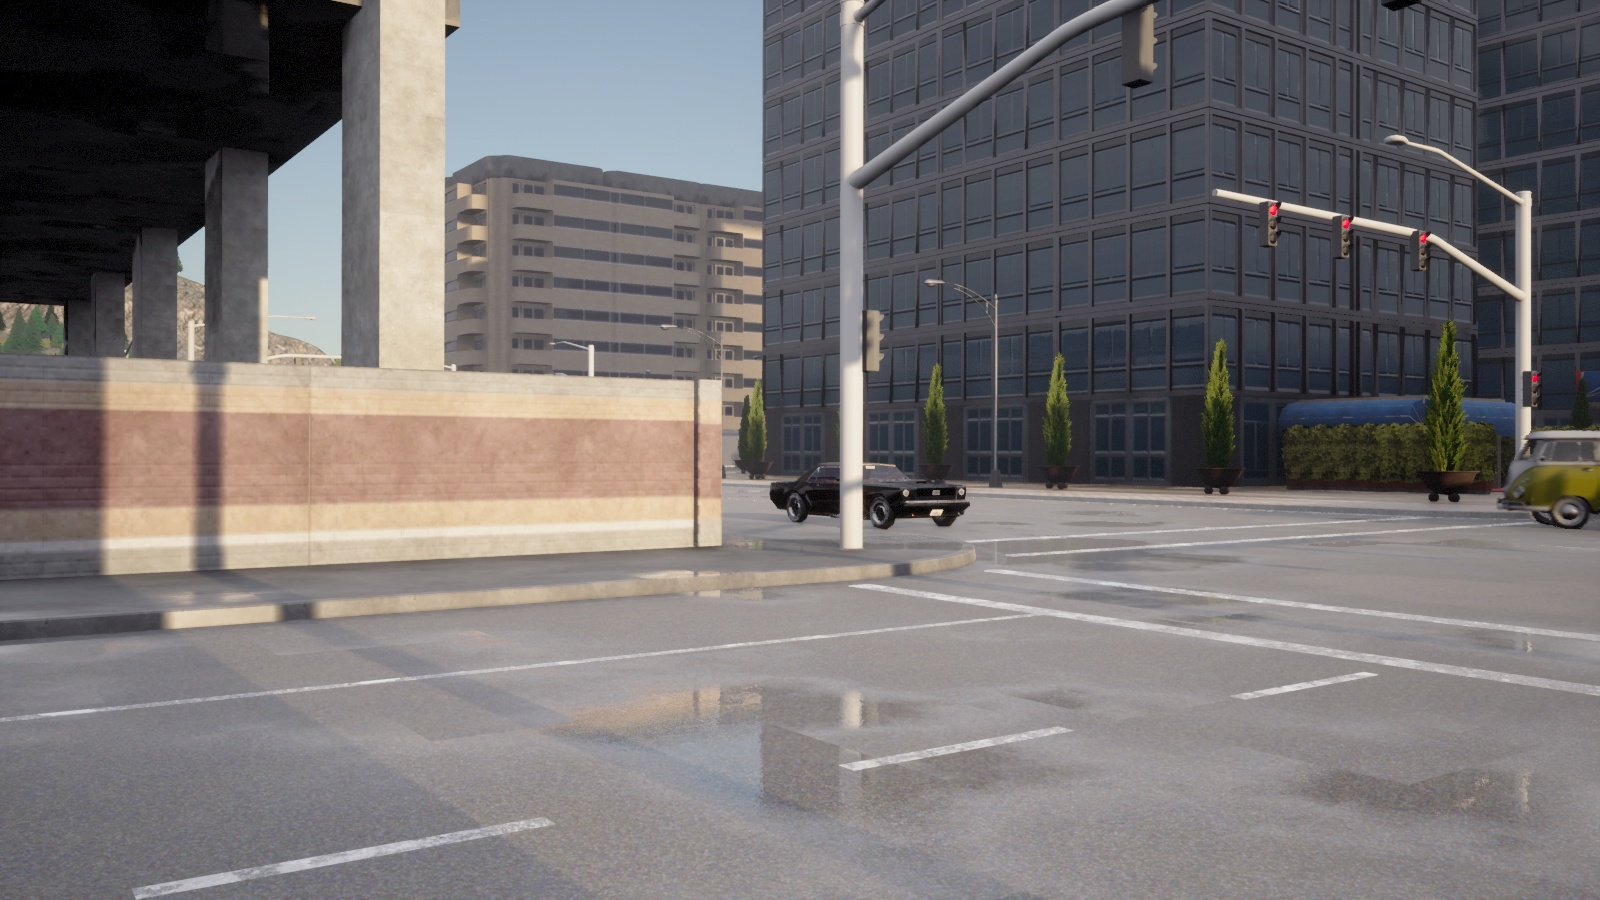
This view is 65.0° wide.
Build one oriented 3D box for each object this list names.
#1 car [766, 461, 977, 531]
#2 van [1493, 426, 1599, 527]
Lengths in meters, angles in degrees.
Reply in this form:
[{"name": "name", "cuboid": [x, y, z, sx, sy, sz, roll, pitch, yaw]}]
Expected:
[{"name": "car", "cuboid": [1.379, 0.907, 26.381, 1.895, 1.301, 4.718, 0, 0, -35]}, {"name": "van", "cuboid": [16.657, 0.524, 25.335, 4.442, 1.987, 1.775, 0, 0, 18]}]
